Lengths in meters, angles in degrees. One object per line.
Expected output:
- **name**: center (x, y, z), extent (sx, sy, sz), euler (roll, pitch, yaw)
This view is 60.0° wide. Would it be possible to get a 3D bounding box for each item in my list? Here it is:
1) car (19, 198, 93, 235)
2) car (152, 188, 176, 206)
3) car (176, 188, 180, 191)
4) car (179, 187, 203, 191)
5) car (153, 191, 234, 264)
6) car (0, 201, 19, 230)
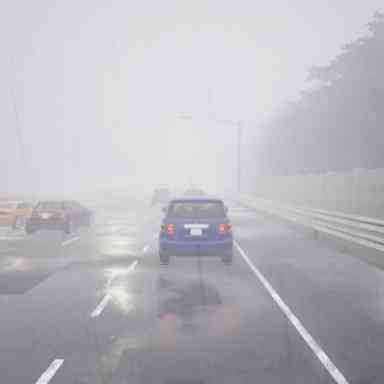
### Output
- **car**: center (-6.858, 1.147, 17.697), extent (2.097, 1.767, 4.553), euler (0, 1, 0)
- **car**: center (-3.333, 0.532, 38.483), extent (2.150, 2.045, 5.566), euler (0, 1, 0)
- **car**: center (-3.019, -0.093, 68.095), extent (2.097, 1.767, 4.553), euler (0, 1, 1)
- **car**: center (0.217, 0.706, 31.709), extent (2.150, 2.045, 5.566), euler (0, 1, 0)
- **car**: center (0.119, 1.112, 11.481), extent (2.150, 2.045, 5.566), euler (0, 1, 0)
- **car**: center (-10.351, 1.240, 19.463), extent (1.882, 1.535, 5.008), euler (0, 1, 0)
